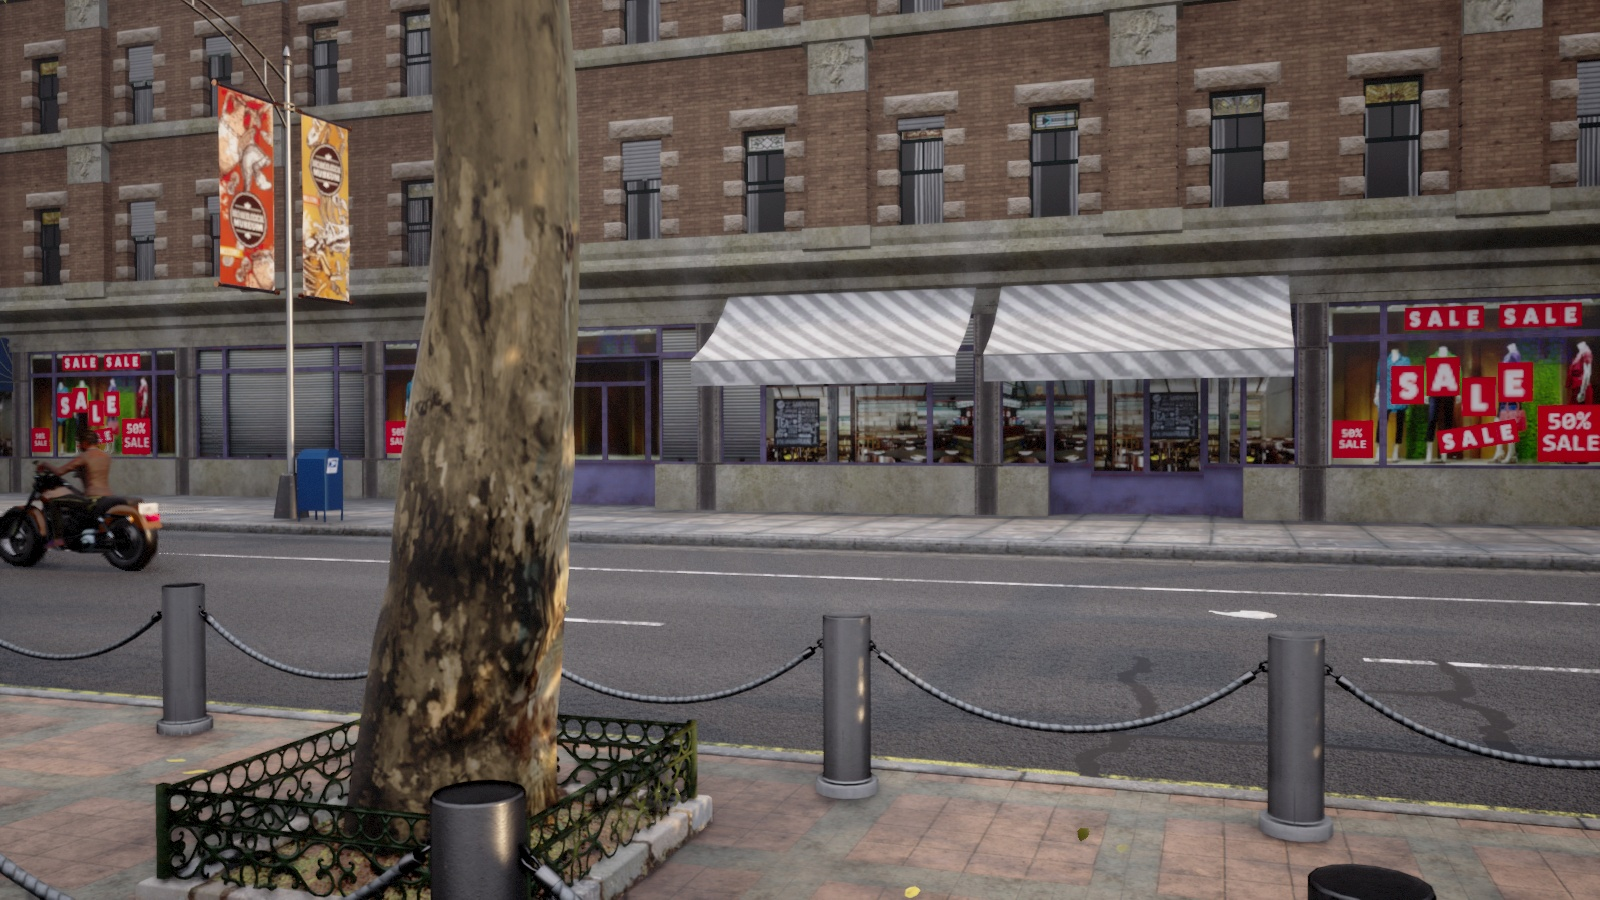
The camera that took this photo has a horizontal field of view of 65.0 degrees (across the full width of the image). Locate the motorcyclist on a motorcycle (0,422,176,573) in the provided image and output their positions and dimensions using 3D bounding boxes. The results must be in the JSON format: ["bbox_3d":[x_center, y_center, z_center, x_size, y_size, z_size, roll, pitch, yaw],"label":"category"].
[{"bbox_3d":[-8.421,0.511,14.468,2.350,1.649,0.766,0,1,19],"label":"motorcyclist on a motorcycle"}]
